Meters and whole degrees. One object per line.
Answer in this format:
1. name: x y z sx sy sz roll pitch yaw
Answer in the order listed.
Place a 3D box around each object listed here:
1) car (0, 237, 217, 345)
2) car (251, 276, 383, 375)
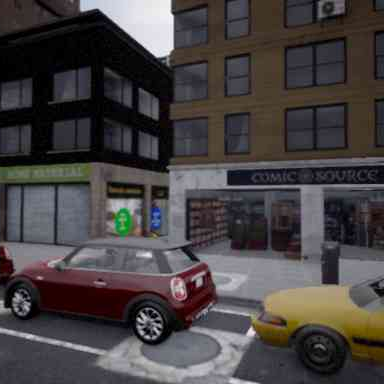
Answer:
1. car: -1.671 1.612 6.563 4.097 1.590 1.967 0 -2 23
2. car: 3.273 1.668 4.508 4.829 1.417 1.752 0 -2 23
